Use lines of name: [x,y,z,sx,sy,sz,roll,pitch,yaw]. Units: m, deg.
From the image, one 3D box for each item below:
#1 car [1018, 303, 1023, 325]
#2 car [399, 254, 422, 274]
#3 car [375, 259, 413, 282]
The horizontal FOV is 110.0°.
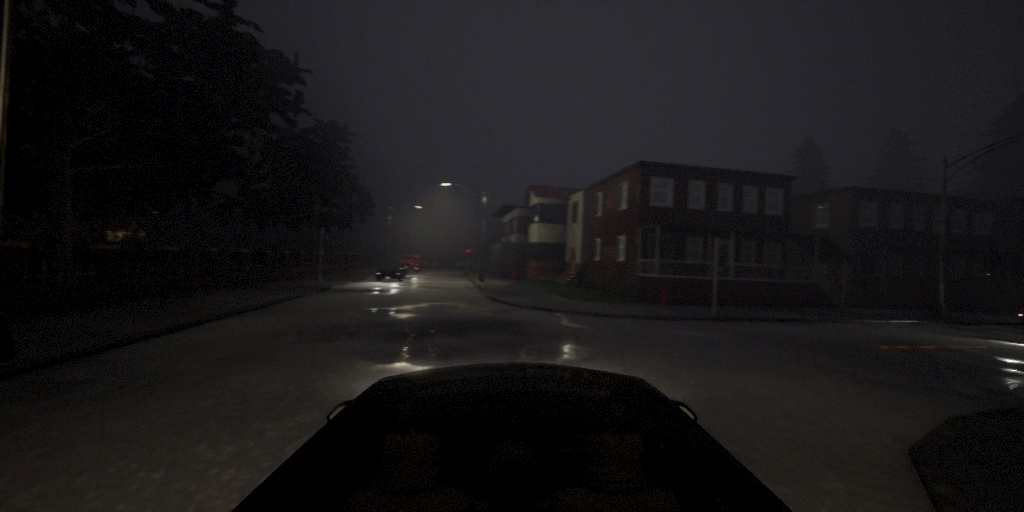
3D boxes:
car: [24.012,2.145,14.598,5.566,2.045,2.150,3,-1,-10]
car: [-11.380,0.853,40.296,2.150,2.045,5.566,3,-1,-10]
car: [-9.183,1.151,27.765,2.033,1.411,5.357,3,-1,-11]
